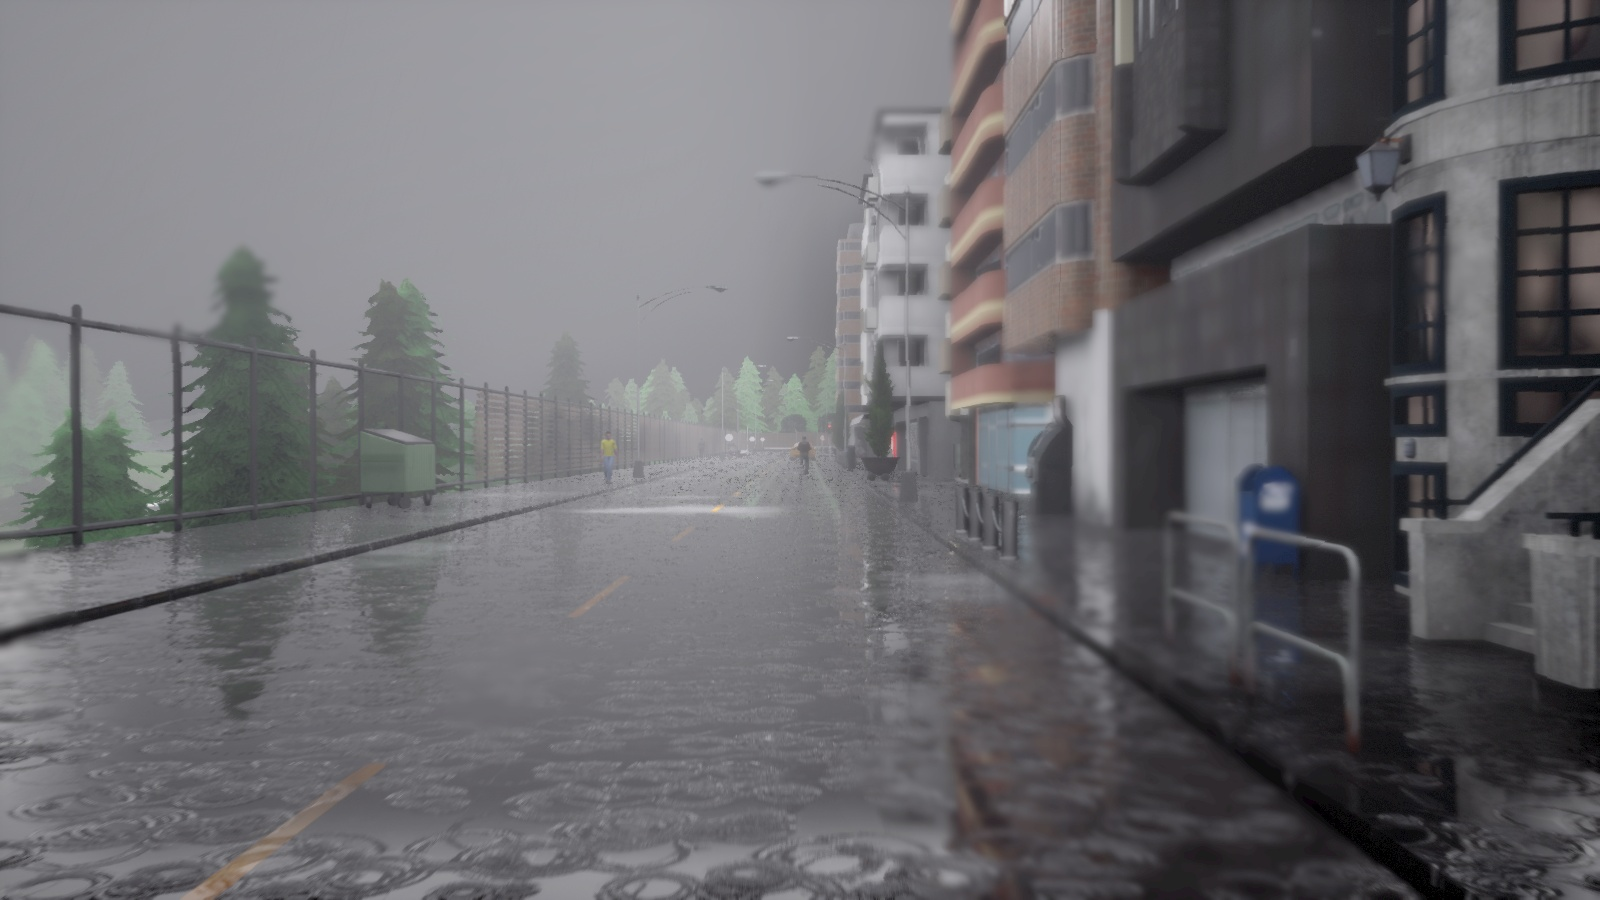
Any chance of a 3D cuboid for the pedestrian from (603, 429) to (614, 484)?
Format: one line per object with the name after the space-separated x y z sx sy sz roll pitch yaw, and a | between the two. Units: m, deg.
-6.472 0.211 42.443 0.354 1.836 0.706 0 0 -9 | pedestrian
